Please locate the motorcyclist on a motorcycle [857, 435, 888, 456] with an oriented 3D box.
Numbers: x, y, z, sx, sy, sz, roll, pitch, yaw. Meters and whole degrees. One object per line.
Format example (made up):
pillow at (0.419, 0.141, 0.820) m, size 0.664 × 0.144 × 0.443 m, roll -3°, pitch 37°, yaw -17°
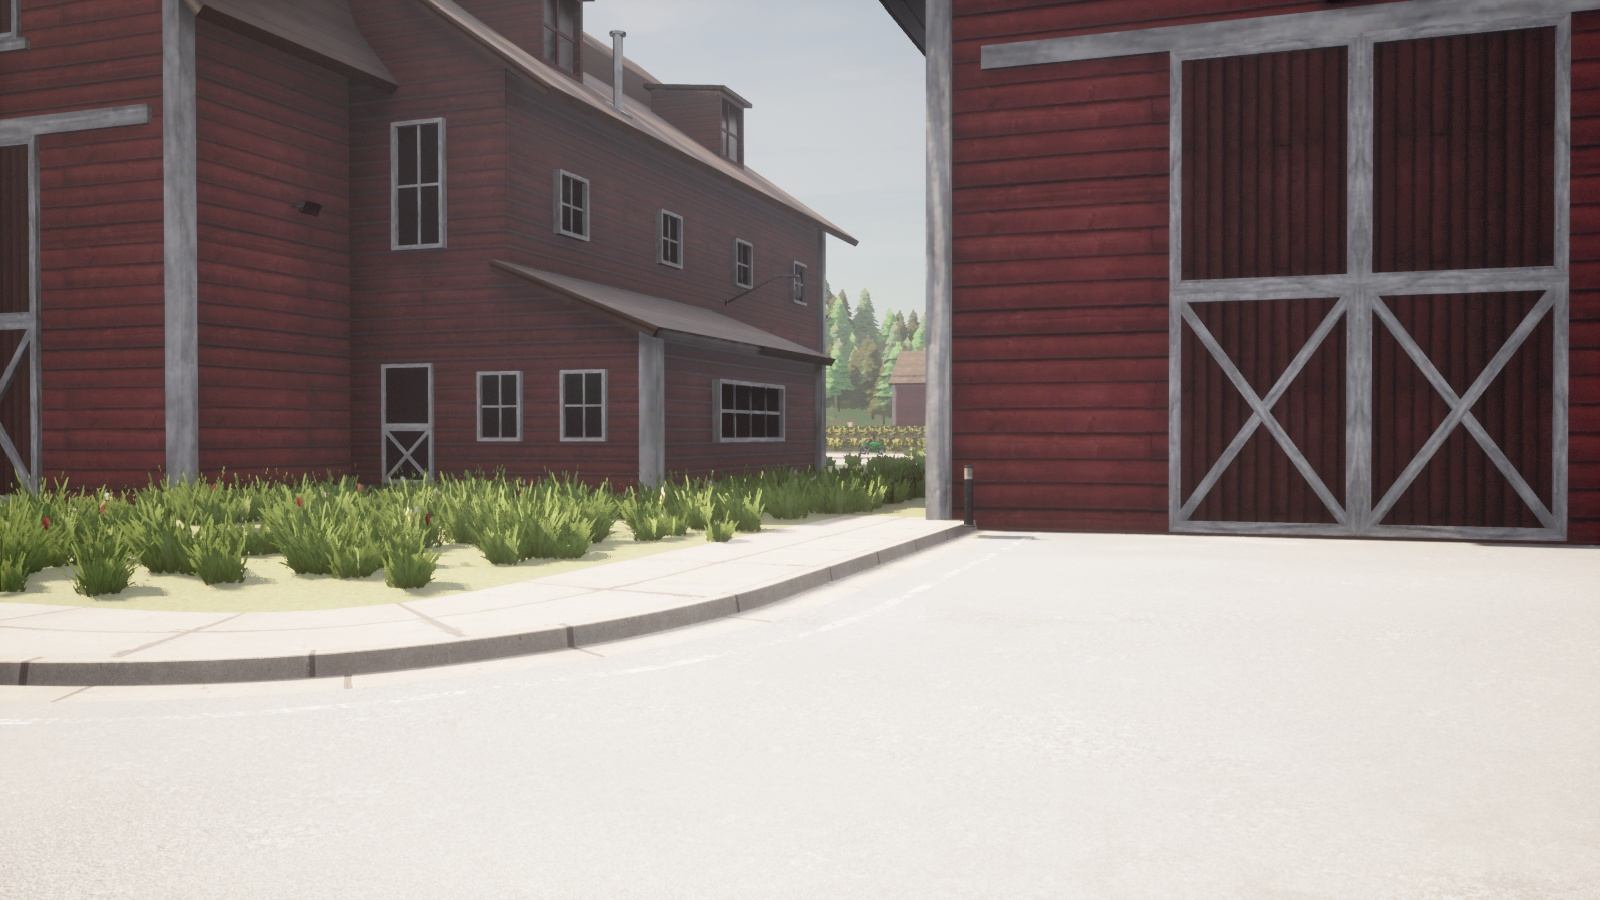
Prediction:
motorcyclist on a motorcycle at (5.277, -0.348, 91.460) m, size 2.044 × 1.523 × 0.797 m, roll 1°, pitch 1°, yaw 19°
